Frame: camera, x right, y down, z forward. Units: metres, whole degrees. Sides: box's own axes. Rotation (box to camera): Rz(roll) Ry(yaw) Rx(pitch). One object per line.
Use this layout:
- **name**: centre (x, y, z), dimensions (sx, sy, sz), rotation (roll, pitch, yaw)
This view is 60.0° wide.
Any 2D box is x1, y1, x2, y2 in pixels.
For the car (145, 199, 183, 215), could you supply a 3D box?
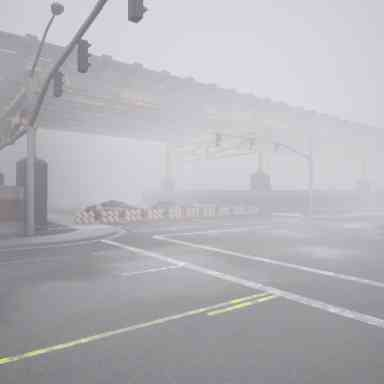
- **car**: centre (-2.424, 1.295, 30.343), dimensions (1.853, 1.218, 4.536), rotation (0, 0, 18)

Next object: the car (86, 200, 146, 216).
- **car**: centre (-6.239, 1.295, 27.619), dimensions (4.536, 1.218, 1.853), rotation (0, 0, 8)

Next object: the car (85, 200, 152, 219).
- **car**: centre (-6.188, 1.453, 27.612), dimensions (4.974, 1.542, 2.038), rotation (0, 0, 8)

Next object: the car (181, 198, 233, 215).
- **car**: centre (1.475, 1.453, 34.049), dimensions (4.974, 1.542, 2.038), rotation (0, 0, -7)

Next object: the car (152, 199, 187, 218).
- **car**: centre (-2.440, 1.453, 30.293), dimensions (2.038, 1.542, 4.974), rotation (0, 0, 18)

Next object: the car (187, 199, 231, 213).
- **car**: centre (1.423, 1.295, 34.042), dimensions (4.536, 1.218, 1.853), rotation (0, 0, -7)
